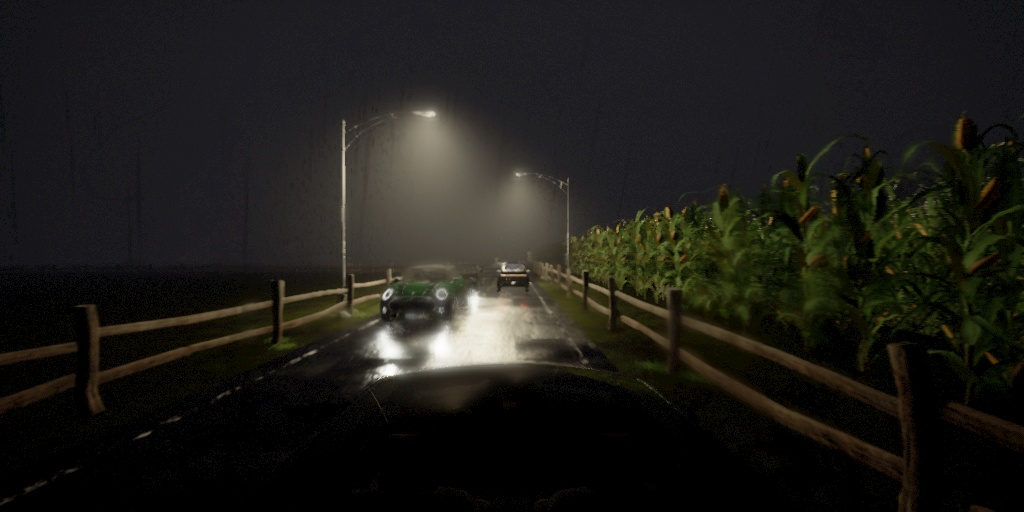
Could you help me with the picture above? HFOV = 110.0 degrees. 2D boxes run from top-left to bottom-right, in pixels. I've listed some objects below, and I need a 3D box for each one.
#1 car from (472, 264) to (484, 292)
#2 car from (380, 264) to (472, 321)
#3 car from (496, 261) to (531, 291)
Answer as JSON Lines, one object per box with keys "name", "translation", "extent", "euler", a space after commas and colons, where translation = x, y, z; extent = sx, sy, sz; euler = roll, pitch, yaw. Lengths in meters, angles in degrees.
{"name": "car", "translation": [-2.756, 1.224, 21.725], "extent": [1.882, 1.535, 5.008], "euler": [0, 0, 0]}
{"name": "car", "translation": [-2.813, 1.097, 12.321], "extent": [2.097, 1.767, 4.553], "euler": [0, 0, 0]}
{"name": "car", "translation": [0.078, 1.236, 21.498], "extent": [2.128, 1.511, 4.902], "euler": [0, 0, 0]}
